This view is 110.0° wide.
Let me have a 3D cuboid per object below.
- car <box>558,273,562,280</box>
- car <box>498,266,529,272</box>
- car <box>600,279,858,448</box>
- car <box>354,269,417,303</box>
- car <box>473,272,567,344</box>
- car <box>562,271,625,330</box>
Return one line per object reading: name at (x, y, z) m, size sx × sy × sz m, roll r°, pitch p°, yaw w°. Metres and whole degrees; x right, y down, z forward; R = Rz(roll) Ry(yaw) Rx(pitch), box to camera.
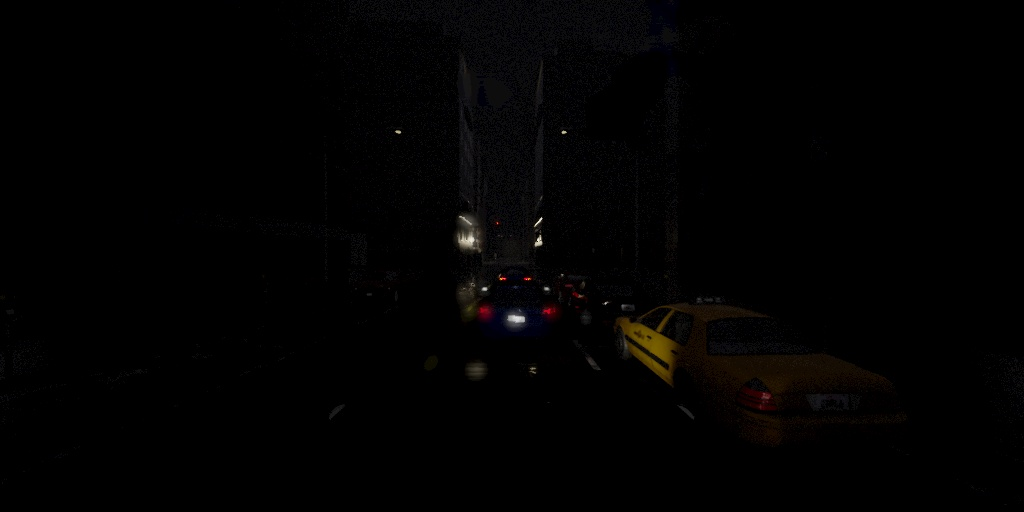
car at (2.878, 1.325, 16.506) m, size 1.802 × 1.307 × 4.207 m, roll 0°, pitch 0°, yaw 0°
car at (0.107, 1.268, 19.619) m, size 1.812 × 1.442 × 4.674 m, roll 0°, pitch 0°, yaw -2°
car at (2.875, 1.274, 5.504) m, size 1.751 × 1.417 × 4.829 m, roll 0°, pitch 0°, yaw 0°
car at (-5.667, 1.288, 16.506) m, size 1.888 × 1.381 × 4.507 m, roll 0°, pitch 0°, yaw 0°
car at (0.102, 1.311, 9.605) m, size 1.994 × 1.385 × 4.181 m, roll 0°, pitch 0°, yaw 0°
car at (2.877, 1.312, 10.920) m, size 1.948 × 1.339 × 4.313 m, roll 0°, pitch 0°, yaw 0°
